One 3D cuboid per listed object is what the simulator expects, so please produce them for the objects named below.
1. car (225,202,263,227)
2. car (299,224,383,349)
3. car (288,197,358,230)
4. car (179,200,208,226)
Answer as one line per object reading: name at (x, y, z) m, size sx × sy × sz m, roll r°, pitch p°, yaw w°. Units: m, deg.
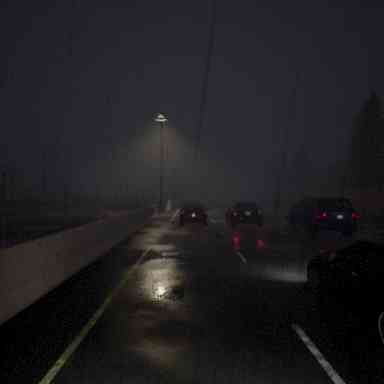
car at (3.602, 1.456, 23.646) m, size 2.097 × 1.767 × 4.553 m, roll 0°, pitch 0°, yaw 0°
car at (3.600, 1.552, 5.858) m, size 1.812 × 1.442 × 4.674 m, roll 0°, pitch 0°, yaw 0°
car at (7.102, 1.304, 18.635) m, size 2.150 × 2.045 × 5.566 m, roll 0°, pitch 0°, yaw 0°
car at (0.102, 1.613, 24.779) m, size 2.163 × 1.488 × 4.792 m, roll 0°, pitch 0°, yaw 0°
